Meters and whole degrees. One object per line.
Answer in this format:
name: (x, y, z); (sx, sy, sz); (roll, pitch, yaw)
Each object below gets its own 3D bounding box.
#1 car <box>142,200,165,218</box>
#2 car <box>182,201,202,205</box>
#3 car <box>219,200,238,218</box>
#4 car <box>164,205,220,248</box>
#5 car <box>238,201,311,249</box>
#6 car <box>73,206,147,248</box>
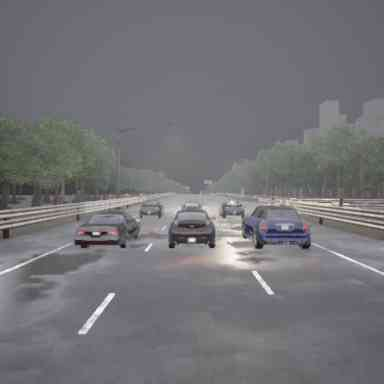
car: (-3.500, 1.491, 29.650); (2.128, 1.511, 4.902); (0, 0, 0)
car: (0.000, 1.529, 29.649); (1.812, 1.442, 4.674); (0, 0, 0)
car: (3.500, 1.492, 29.650); (2.128, 1.511, 4.902); (0, 0, 0)
car: (0.000, 1.517, 14.650); (1.837, 1.490, 4.892); (0, 0, 0)
car: (3.500, 1.366, 14.620); (2.097, 1.767, 4.553); (0, 0, 0)
car: (-3.500, 1.563, 14.650); (2.033, 1.411, 5.357); (0, 0, 0)
